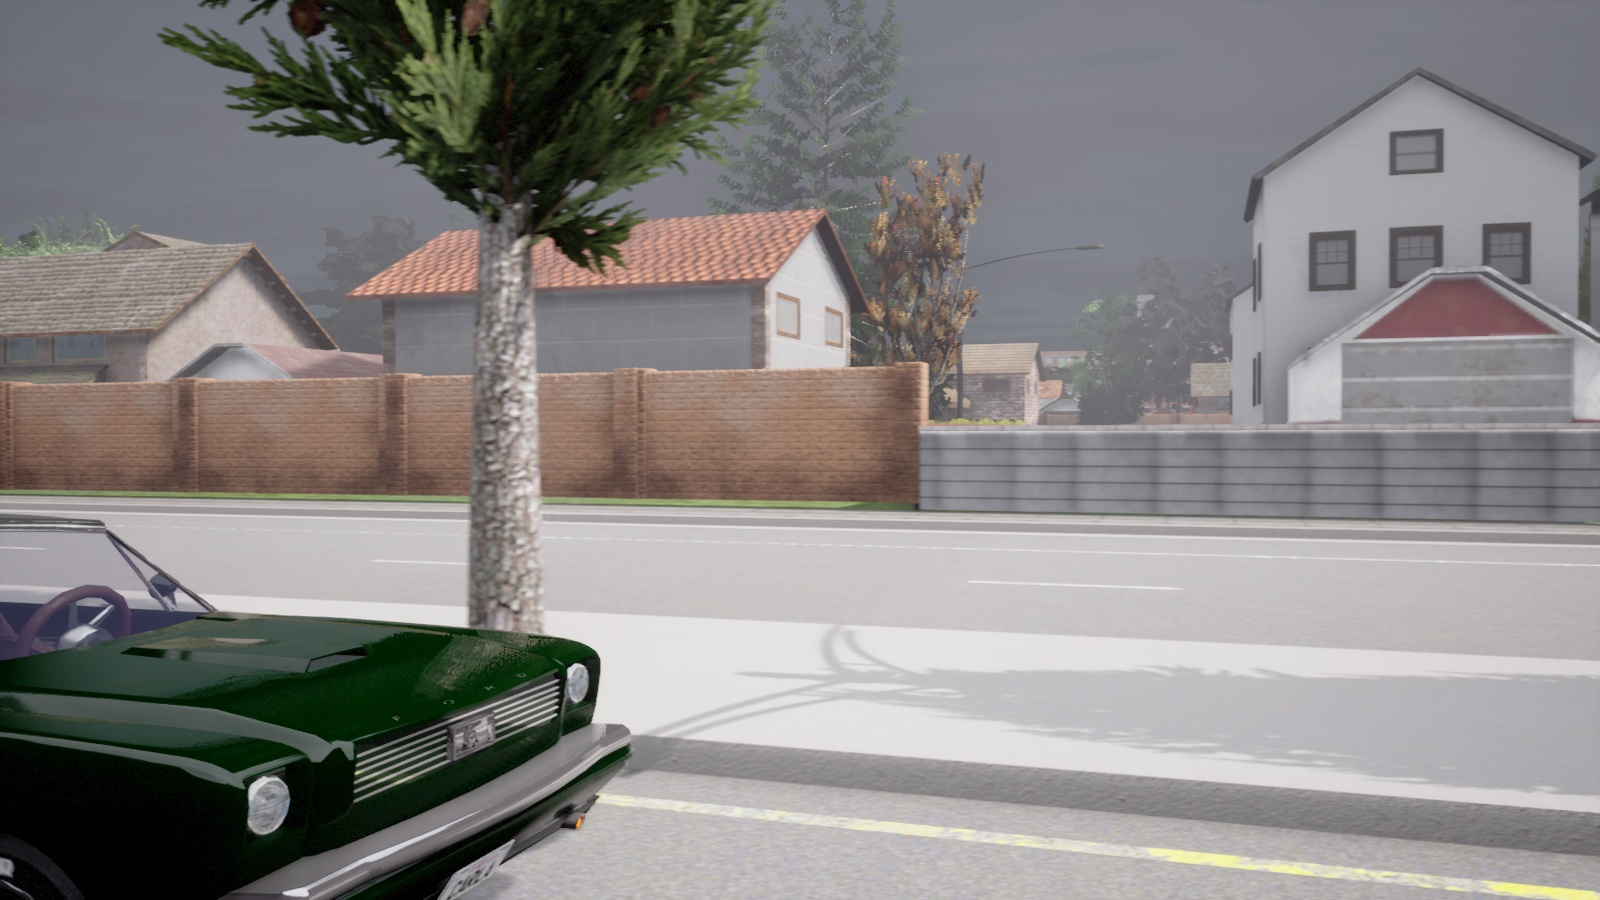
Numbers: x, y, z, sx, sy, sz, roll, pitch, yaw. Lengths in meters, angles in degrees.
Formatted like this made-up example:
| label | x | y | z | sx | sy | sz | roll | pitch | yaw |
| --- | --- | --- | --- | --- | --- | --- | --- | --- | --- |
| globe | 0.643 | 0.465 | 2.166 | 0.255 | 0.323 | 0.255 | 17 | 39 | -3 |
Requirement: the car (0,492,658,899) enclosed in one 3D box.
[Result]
| label | x | y | z | sx | sy | sz | roll | pitch | yaw |
| --- | --- | --- | --- | --- | --- | --- | --- | --- | --- |
| car | -3.033 | 0.848 | 4.212 | 4.718 | 1.301 | 1.895 | 1 | 1 | 19 |
